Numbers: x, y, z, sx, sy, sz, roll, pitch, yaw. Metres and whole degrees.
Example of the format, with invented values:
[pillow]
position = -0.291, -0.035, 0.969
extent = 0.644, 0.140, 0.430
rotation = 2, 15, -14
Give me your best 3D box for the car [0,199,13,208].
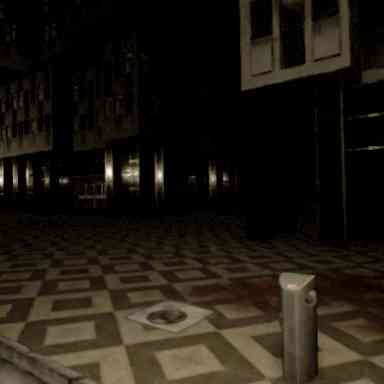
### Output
[car]
position = -38.118, 2.328, 66.023
extent = 1.967, 1.590, 4.097
rotation = -2, -1, 34
